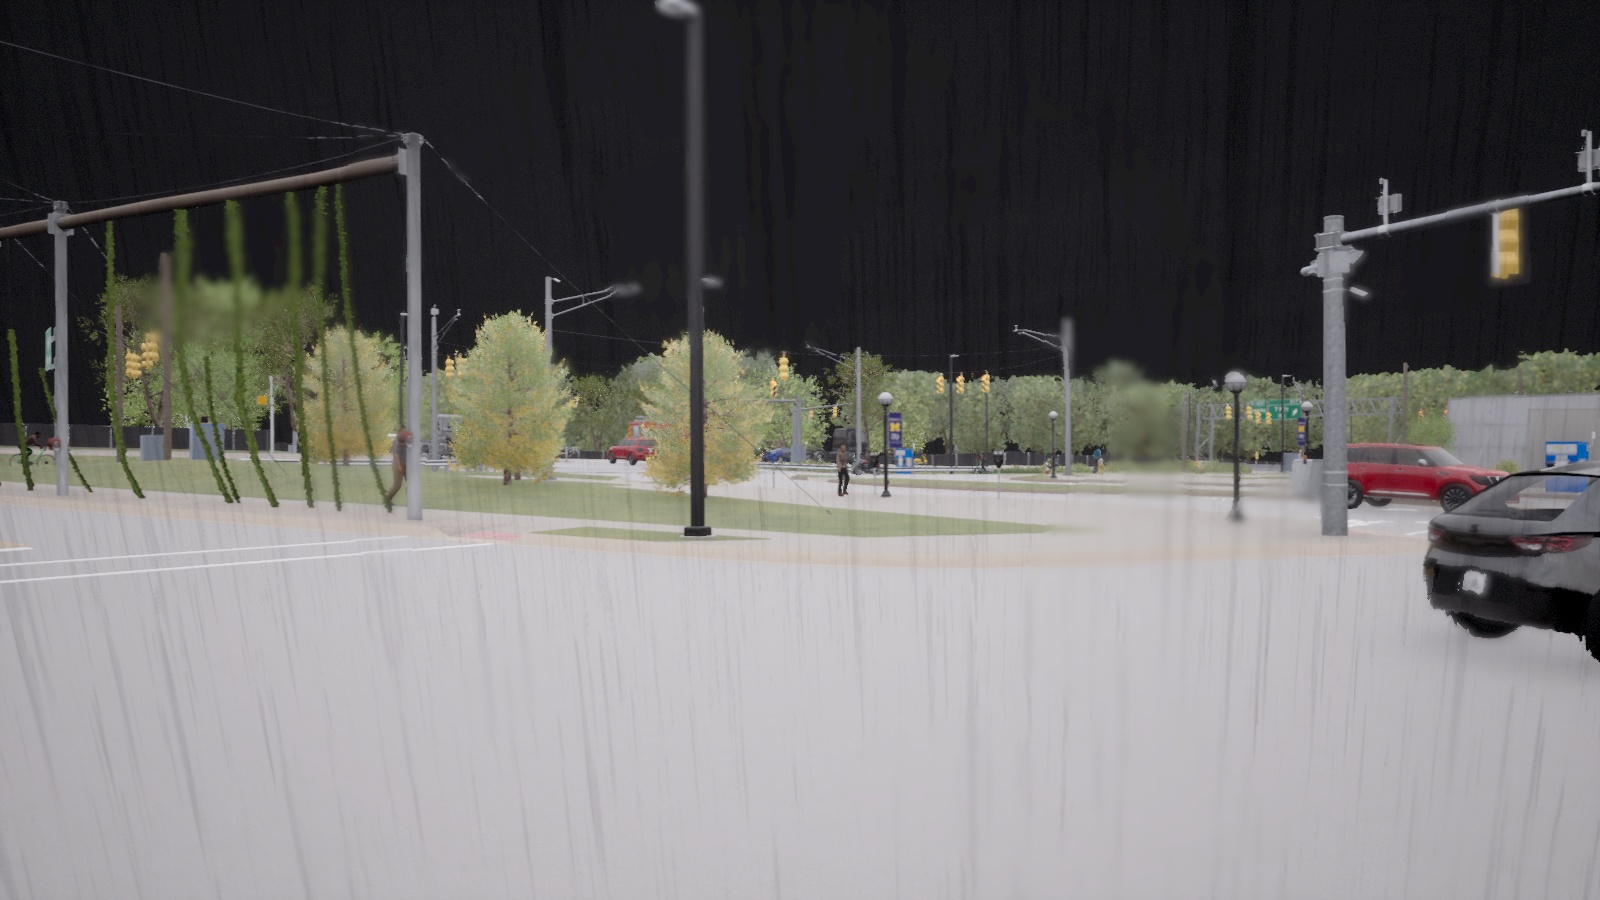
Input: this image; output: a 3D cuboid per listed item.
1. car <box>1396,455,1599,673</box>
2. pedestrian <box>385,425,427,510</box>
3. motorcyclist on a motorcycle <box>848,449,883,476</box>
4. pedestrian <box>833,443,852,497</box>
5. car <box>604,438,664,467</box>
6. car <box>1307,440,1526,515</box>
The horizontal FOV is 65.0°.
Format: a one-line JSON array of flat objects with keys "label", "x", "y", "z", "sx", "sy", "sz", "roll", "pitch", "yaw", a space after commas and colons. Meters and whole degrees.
[{"label": "car", "x": 7.126, "y": 0.766, "z": 9.727, "sx": 4.193, "sy": 1.474, "sz": 1.816, "roll": -1, "pitch": 0, "yaw": -7}, {"label": "pedestrian", "x": -8.683, "y": 0.381, "z": 27.667, "sx": 0.694, "sy": 1.848, "sz": 0.540, "roll": -1, "pitch": 0, "yaw": 30}, {"label": "motorcyclist on a motorcycle", "x": 4.059, "y": 0.775, "z": 77.888, "sx": 2.350, "sy": 1.649, "sz": 0.766, "roll": 1, "pitch": 0, "yaw": -44}, {"label": "pedestrian", "x": 1.490, "y": 0.698, "z": 43.663, "sx": 0.331, "sy": 1.846, "sz": 0.634, "roll": -1, "pitch": 0, "yaw": -34}, {"label": "car", "x": -12.612, "y": 0.152, "z": 95.141, "sx": 2.150, "sy": 2.045, "sz": 5.566, "roll": 1, "pitch": 1, "yaw": -35}, {"label": "car", "x": 18.651, "y": 0.765, "z": 38.240, "sx": 2.150, "sy": 2.045, "sz": 5.566, "roll": 0, "pitch": 1, "yaw": -38}]
